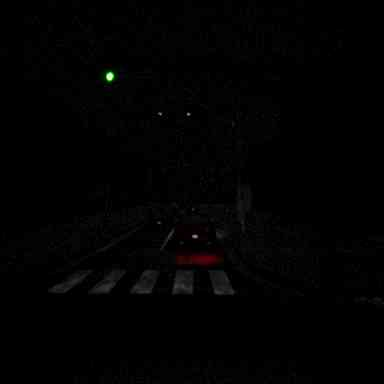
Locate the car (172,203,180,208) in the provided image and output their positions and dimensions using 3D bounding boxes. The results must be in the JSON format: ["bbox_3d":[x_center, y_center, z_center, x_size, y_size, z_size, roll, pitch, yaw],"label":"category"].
[{"bbox_3d":[-2.543,2.105,33.385,1.887,1.381,4.507,2,-1,0],"label":"car"}]

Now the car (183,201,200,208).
[{"bbox_3d":[0.163,2.395,47.859,1.994,1.385,4.181,1,-1,1],"label":"car"}]

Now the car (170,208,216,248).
[{"bbox_3d":[0.141,1.792,16.724,1.882,1.535,5.008,1,-1,0],"label":"car"}]

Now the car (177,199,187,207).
[{"bbox_3d":[-2.436,2.733,83.174,2.192,1.841,5.009,2,-1,0],"label":"car"}]

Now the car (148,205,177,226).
[{"bbox_3d":[-2.555,2.034,27.854,1.947,1.339,4.313,2,-1,0],"label":"car"}]

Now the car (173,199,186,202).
[{"bbox_3d":[-2.609,2.292,63.370,2.150,2.045,5.566,1,-1,0],"label":"car"}]

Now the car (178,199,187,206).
[{"bbox_3d":[-2.425,2.832,88.705,2.192,1.841,5.009,2,-1,0],"label":"car"}]

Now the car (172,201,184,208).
[{"bbox_3d":[-2.511,2.421,49.980,1.802,1.307,4.206,2,-1,0],"label":"car"}]
